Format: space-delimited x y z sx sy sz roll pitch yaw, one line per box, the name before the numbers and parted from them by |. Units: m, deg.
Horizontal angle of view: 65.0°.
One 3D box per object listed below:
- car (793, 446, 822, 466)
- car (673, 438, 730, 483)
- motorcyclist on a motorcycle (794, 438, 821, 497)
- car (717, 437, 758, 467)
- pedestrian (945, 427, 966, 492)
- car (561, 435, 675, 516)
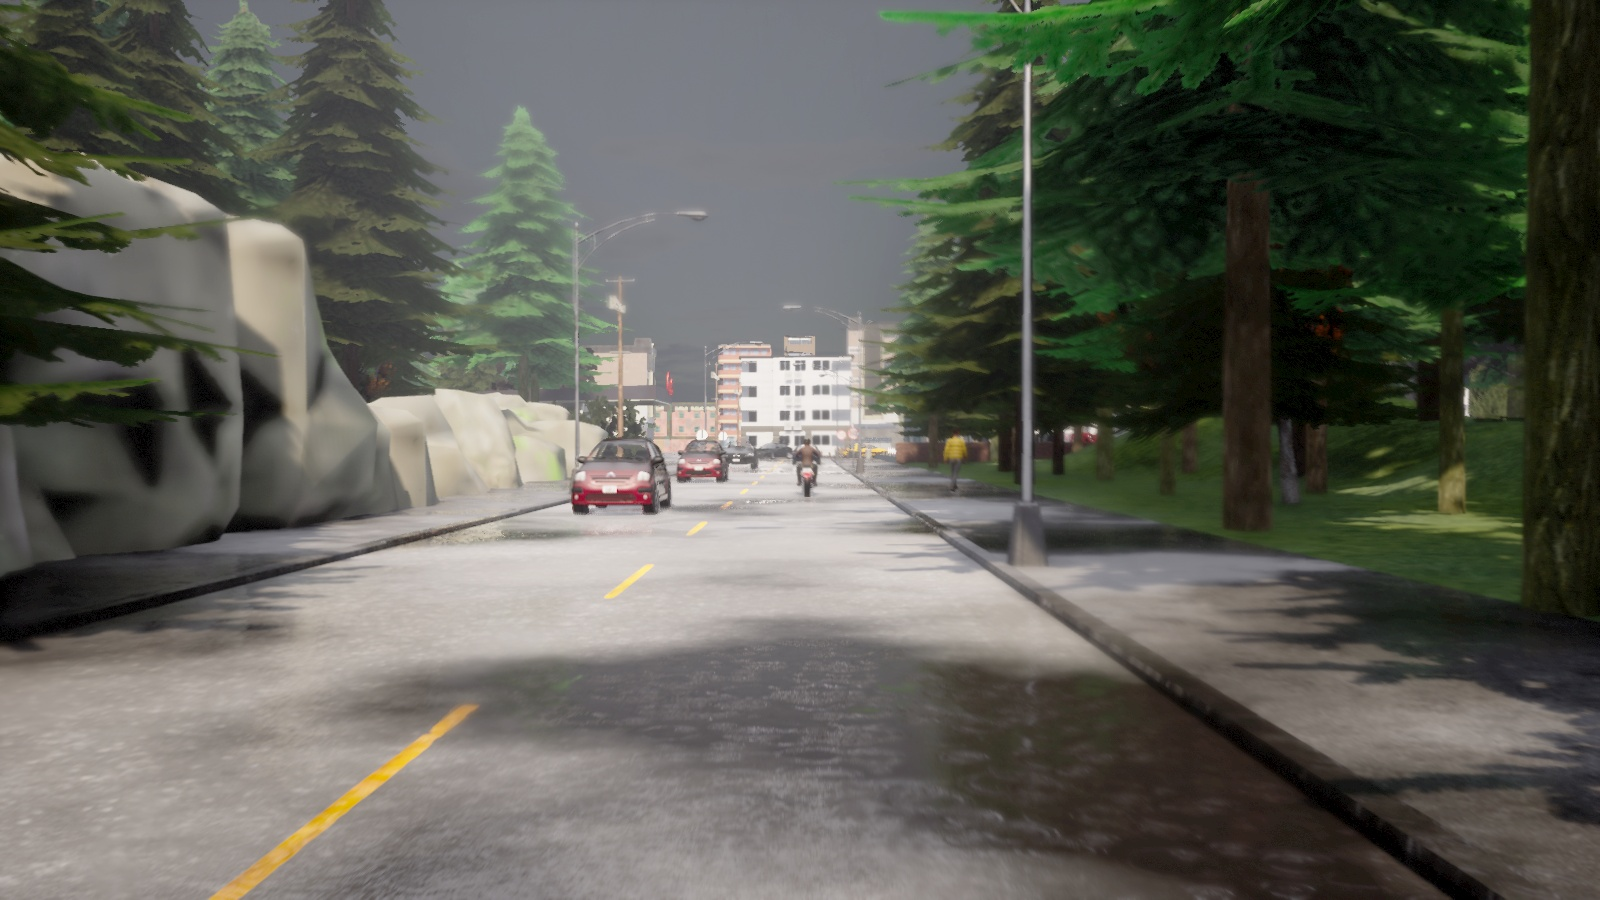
car | 0.476 0.371 84.553 1.895 1.301 4.718 0 0 0
car | -3.710 0.372 47.787 1.851 1.617 3.988 0 0 0
motorcyclist on a motorcycle | 0.223 0.492 36.344 0.766 1.649 2.350 0 0 0
car | -3.576 0.113 72.667 2.152 1.651 5.027 0 0 0
pedestrian | 4.421 0.259 35.644 0.431 1.840 0.709 0 0 20
car | -3.829 0.489 27.065 1.851 1.617 3.988 0 0 0
